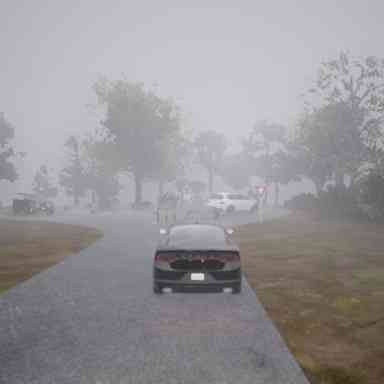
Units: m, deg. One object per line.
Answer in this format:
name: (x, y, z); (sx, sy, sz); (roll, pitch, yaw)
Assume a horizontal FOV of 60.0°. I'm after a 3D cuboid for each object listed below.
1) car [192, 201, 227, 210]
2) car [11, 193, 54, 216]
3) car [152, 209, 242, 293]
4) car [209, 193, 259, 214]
car: (0.681, 1.464, 18.608); (2.033, 1.411, 5.357); (0, 0, 8)
car: (-14.858, 1.084, 30.804); (5.566, 2.045, 2.150); (0, 1, 45)
car: (0.119, 1.438, 8.749); (1.882, 1.535, 5.008); (0, 0, 0)
car: (3.898, 1.082, 31.006); (5.566, 2.045, 2.150); (0, 1, -41)
